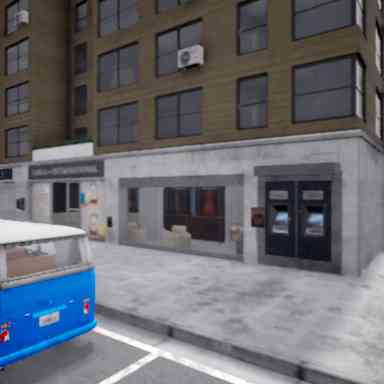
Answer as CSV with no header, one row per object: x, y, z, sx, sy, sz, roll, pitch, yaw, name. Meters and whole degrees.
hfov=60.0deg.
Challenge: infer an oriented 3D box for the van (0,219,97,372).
-3.273,1.338,5.210,3.998,1.788,1.690,0,0,36,van
